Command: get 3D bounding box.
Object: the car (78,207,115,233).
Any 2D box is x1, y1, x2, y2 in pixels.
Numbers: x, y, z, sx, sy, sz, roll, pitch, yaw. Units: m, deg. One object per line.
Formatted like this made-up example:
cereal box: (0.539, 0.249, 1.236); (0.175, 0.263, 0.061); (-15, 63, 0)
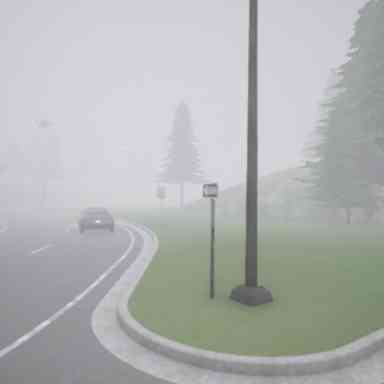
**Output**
car: (-5.943, 1.640, 20.589); (1.994, 1.385, 4.181); (1, 0, -19)
